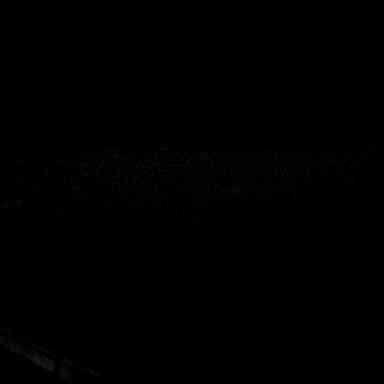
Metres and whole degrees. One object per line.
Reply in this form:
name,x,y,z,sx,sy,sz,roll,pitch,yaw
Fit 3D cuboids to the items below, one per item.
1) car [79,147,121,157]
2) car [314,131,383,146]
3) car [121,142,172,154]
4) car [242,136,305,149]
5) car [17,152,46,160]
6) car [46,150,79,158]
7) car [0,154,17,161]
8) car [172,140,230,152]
car,-8.545,-3.786,33.243,5.008,1.535,2.097,1,1,32
car,10.896,-3.357,22.559,4.892,1.521,2.231,1,1,27
car,-3.791,-3.805,30.426,4.553,1.767,2.185,1,1,31
car,6.064,-3.424,25.017,4.674,1.452,2.002,1,1,28
car,-17.903,-3.994,39.201,4.892,1.521,2.231,1,1,34
car,-13.256,-3.852,36.172,4.674,1.452,2.002,1,1,33
car,-22.469,-4.077,42.302,4.892,1.521,2.231,1,1,34
car,1.201,-3.540,27.625,4.792,1.488,2.163,1,1,29
